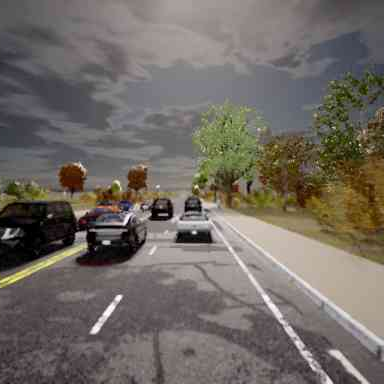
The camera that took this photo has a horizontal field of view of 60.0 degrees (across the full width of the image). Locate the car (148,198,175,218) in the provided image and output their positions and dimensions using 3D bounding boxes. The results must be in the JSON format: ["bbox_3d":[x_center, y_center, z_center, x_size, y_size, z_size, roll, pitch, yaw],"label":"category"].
[{"bbox_3d":[-3.104,1.646,35.943,2.150,2.045,5.566,0,0,0],"label":"car"}]

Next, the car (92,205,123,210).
[{"bbox_3d":[-6.536,1.844,23.705,1.994,1.385,4.181,0,-1,1],"label":"car"}]

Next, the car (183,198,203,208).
[{"bbox_3d":[0.129,1.704,41.193,2.150,2.045,5.566,0,-1,0],"label":"car"}]

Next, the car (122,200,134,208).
[{"bbox_3d":[-9.686,1.953,48.369,1.882,1.535,5.008,0,-1,0],"label":"car"}]

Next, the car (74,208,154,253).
[{"bbox_3d":[-3.132,1.666,14.600,2.128,1.511,4.902,0,-1,0],"label":"car"}]

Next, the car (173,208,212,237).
[{"bbox_3d":[0.124,1.835,19.477,1.895,1.301,4.718,0,-1,0],"label":"car"}]

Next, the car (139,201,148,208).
[{"bbox_3d":[-6.436,1.998,48.364,2.128,1.511,4.902,0,-1,0],"label":"car"}]

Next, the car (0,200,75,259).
[{"bbox_3d":[-6.561,1.384,13.719,2.150,2.045,5.566,0,-1,0],"label":"car"}]

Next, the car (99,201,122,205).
[{"bbox_3d":[-9.701,1.855,37.599,2.097,1.767,4.553,0,-1,0],"label":"car"}]

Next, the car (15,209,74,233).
[{"bbox_3d":[-9.792,1.866,22.521,1.895,1.301,4.718,0,-1,0],"label":"car"}]
